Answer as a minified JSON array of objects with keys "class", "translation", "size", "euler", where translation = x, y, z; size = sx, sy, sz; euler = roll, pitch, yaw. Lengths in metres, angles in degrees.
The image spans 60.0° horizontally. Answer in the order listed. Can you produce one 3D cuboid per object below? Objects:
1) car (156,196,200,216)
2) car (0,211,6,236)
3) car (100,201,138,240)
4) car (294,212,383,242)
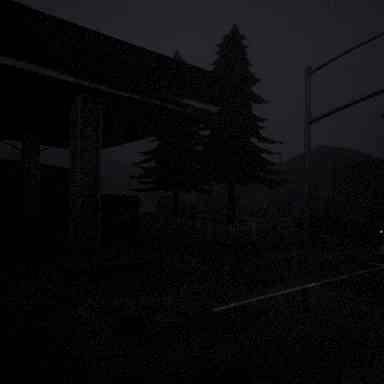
[{"class":"car","translation":[-1.470,1.407,32.708],"size":[2.150,2.045,5.566],"euler":[1,0,-36]},{"class":"car","translation":[-11.719,1.519,18.431],"size":[2.242,1.667,4.611],"euler":[1,0,-36]},{"class":"car","translation":[-4.587,1.445,18.252],"size":[1.905,1.878,3.866],"euler":[1,0,-36]},{"class":"car","translation":[8.431,1.852,18.797],"size":[2.033,1.411,5.357],"euler":[1,0,-35]}]
